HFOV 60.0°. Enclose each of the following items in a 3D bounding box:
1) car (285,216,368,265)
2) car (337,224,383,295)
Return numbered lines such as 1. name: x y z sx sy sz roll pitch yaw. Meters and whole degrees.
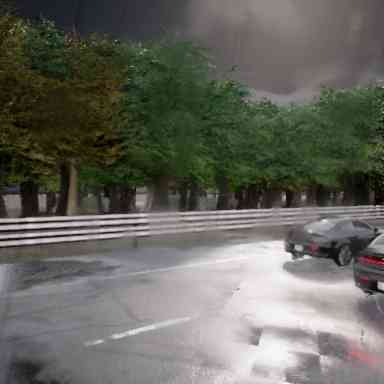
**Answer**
1. car: 5.190 1.559 11.521 4.674 1.442 1.812 0 0 -34
2. car: 5.633 1.535 7.580 4.892 1.490 1.837 0 0 -34
